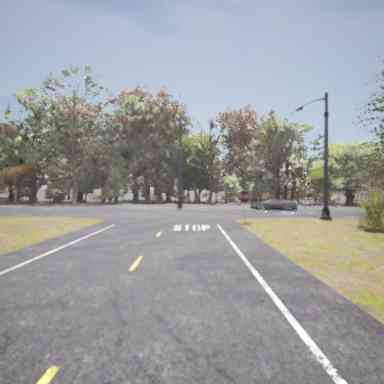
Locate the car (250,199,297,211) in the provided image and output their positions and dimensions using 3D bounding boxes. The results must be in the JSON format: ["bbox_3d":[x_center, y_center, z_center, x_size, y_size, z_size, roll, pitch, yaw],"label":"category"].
[{"bbox_3d":[9.687,1.587,39.651,5.357,1.411,2.033,0,0,0],"label":"car"}]
